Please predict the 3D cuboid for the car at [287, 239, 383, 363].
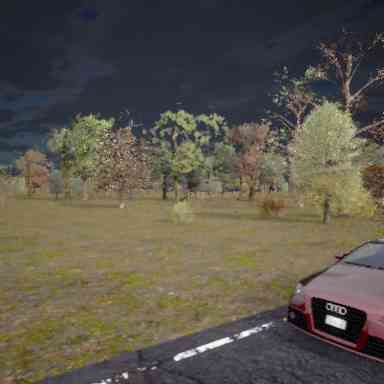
[{"bbox_3d":[3.537,1.542,5.591,4.181,1.385,1.994,0,0,-35],"label":"car"}]
